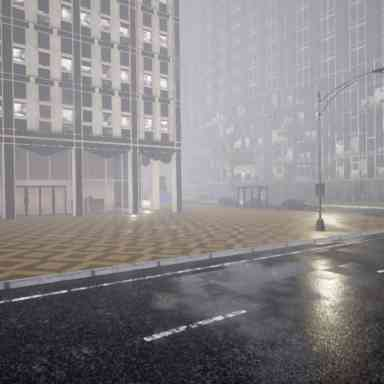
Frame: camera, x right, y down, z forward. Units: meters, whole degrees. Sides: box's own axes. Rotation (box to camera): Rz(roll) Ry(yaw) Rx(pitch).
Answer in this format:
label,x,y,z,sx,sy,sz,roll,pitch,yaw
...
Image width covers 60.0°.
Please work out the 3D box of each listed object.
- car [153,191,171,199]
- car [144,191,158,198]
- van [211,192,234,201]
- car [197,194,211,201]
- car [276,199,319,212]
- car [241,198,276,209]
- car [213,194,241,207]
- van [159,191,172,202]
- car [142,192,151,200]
label,x,y,z,sx,sy,sz,roll,pitch,yaw
car,-7.055,0.612,78.197,2.192,1.841,5.009,0,1,-34
car,-10.273,0.683,82.883,1.967,1.590,4.097,0,1,-34
van,5.817,0.853,59.457,1.690,1.788,3.998,-1,1,-34
car,2.600,1.041,64.145,1.802,1.307,4.206,-1,1,-34
car,11.675,1.422,35.905,1.947,1.339,4.313,-1,1,-34
car,8.471,1.386,40.602,1.802,1.307,4.206,-1,1,-34
car,5.301,1.317,45.319,1.947,1.339,4.313,-1,1,-34
van,-4.308,0.935,59.399,1.690,1.788,3.998,0,1,-34
car,-10.744,1.037,68.771,2.008,1.369,4.403,0,1,-34
